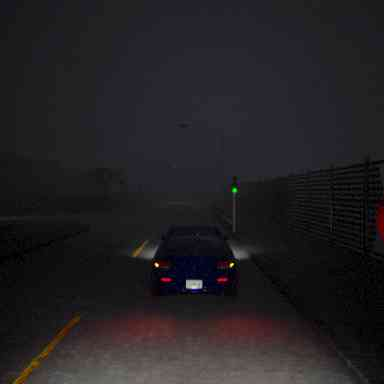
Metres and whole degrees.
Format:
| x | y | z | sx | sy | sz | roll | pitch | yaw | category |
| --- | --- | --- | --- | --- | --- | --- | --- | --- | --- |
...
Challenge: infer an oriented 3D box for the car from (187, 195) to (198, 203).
| x | y | z | sx | sy | sz | roll | pitch | yaw | category |
| --- | --- | --- | --- | --- | --- | --- | --- | --- | --- |
| 0.102 | 1.502 | 71.131 | 1.837 | 1.490 | 4.892 | 0 | 0 | 0 | car |

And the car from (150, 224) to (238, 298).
| x | y | z | sx | sy | sz | roll | pitch | yaw | category |
| --- | --- | --- | --- | --- | --- | --- | --- | --- | --- |
| 0.063 | 1.526 | 8.415 | 1.812 | 1.442 | 4.674 | 0 | 0 | 1 | car |
